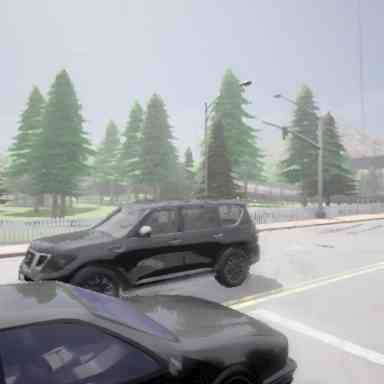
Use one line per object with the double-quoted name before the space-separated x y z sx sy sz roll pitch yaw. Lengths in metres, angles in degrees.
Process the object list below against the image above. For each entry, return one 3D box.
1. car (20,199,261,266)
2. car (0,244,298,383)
"car" -0.847 1.213 7.683 5.566 2.045 2.150 0 0 -35
"car" -1.497 1.547 2.696 5.357 1.411 2.033 0 0 -36
